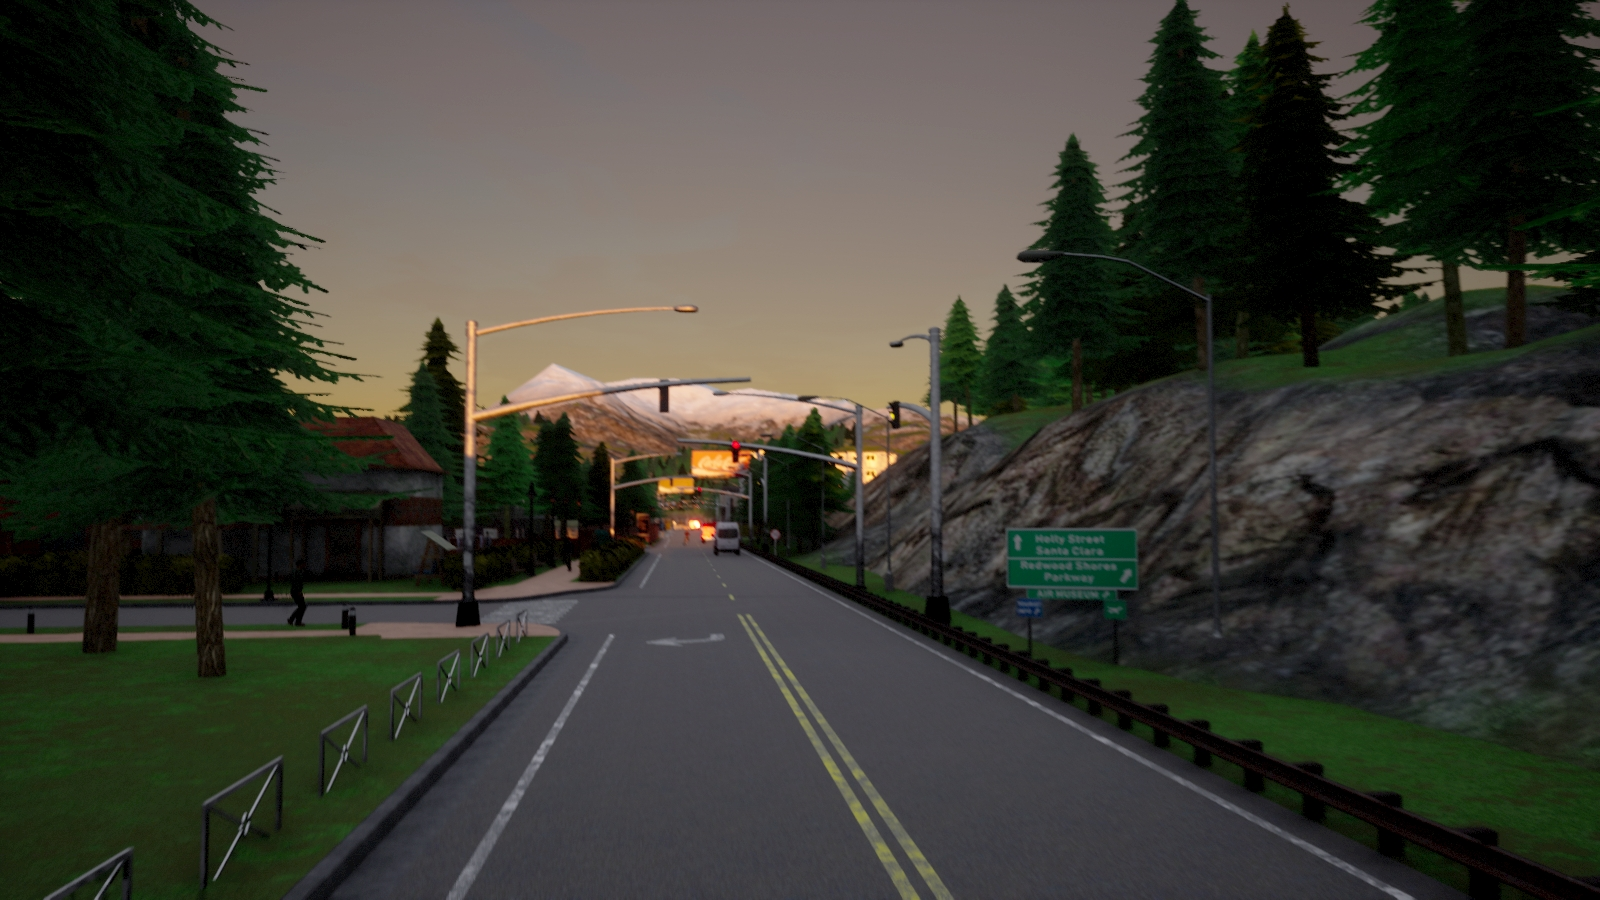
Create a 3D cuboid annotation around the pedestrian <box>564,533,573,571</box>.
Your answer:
[{"bbox_3d":[-11.686,5.152,57.760,0.375,1.860,0.375,0,-3,-4],"label":"pedestrian"}]

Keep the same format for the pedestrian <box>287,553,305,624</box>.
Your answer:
[{"bbox_3d":[-13.377,3.667,30.323,0.375,1.860,0.375,1,-4,-18],"label":"pedestrian"}]
